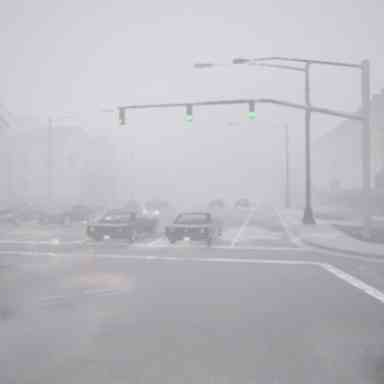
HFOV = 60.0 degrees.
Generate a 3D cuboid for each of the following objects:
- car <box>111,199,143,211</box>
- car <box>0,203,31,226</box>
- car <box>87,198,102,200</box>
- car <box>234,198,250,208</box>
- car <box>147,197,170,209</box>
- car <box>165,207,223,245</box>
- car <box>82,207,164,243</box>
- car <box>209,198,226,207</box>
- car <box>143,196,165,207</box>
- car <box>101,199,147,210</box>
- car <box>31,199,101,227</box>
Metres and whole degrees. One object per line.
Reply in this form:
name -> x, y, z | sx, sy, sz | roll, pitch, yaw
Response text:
car -> -8.205, 1.599, 42.544 | 2.033, 1.411, 5.357 | 0, 0, 13
car -> -12.281, 1.581, 24.204 | 2.128, 1.511, 4.902 | 0, 0, 13
car -> -10.306, 1.423, 33.193 | 2.097, 1.767, 4.553 | 0, 0, 13
car -> 7.053, 1.494, 46.543 | 1.994, 1.385, 4.181 | 0, 0, 13
car -> -4.427, 1.622, 43.394 | 1.895, 1.301, 4.718 | 0, 0, 13
car -> 0.285, 1.594, 15.607 | 1.895, 1.301, 4.718 | 0, 0, 13
car -> -3.142, 1.622, 16.299 | 1.895, 1.301, 4.718 | -1, 0, 13
car -> 3.616, 1.521, 47.215 | 1.994, 1.385, 4.181 | 0, 0, 13
car -> -5.927, 1.508, 52.746 | 1.882, 1.535, 5.008 | 0, 0, 12
car -> -6.688, 1.590, 33.337 | 2.033, 1.411, 5.357 | 0, 0, 13
car -> -8.801, 1.540, 23.739 | 1.882, 1.535, 5.008 | 0, 0, 12
